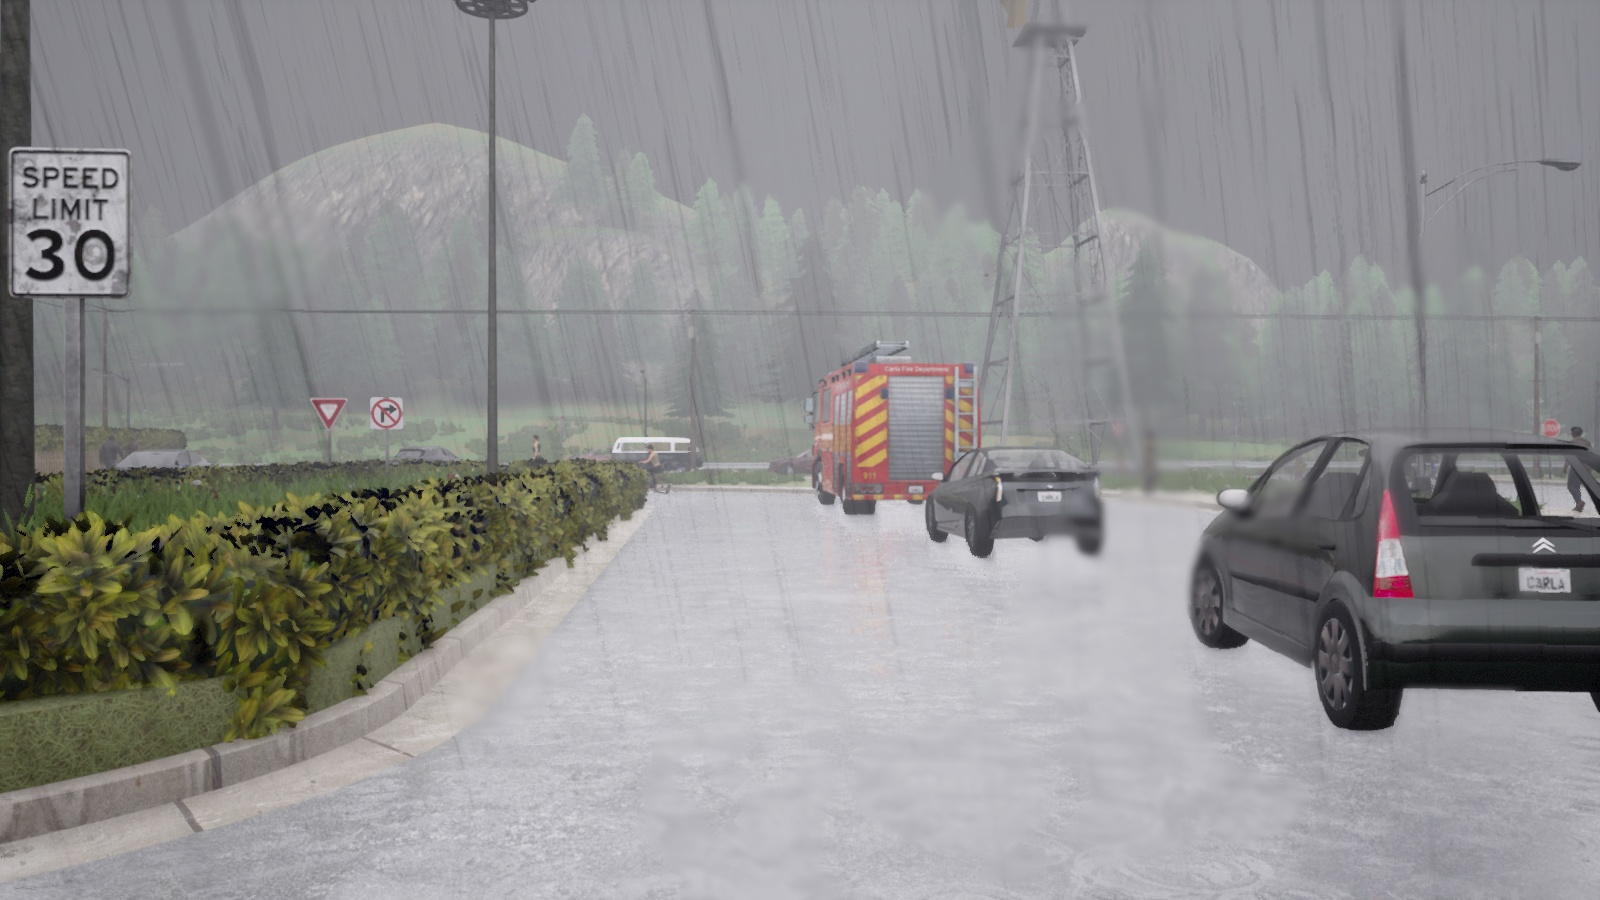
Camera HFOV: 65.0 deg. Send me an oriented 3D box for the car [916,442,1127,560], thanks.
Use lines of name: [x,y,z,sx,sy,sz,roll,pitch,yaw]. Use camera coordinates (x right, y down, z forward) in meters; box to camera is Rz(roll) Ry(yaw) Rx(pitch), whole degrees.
car: [3.109,0.654,18.646,2.007,1.525,4.514,0,0,-4]

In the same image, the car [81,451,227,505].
car: [-19.111,0.791,37.443,2.163,1.488,4.792,0,0,-4]

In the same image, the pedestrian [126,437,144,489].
pedestrian: [-23.585,0.460,44.514,0.331,1.846,0.634,0,0,-4]

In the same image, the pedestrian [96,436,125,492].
pedestrian: [-23.515,0.461,42.828,0.563,1.883,0.849,0,0,-4]

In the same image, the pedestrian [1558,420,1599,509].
pedestrian: [16.040,0.290,25.857,0.328,1.805,0.869,0,0,-1]

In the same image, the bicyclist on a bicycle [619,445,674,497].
bicyclist on a bicycle: [-4.923,0.655,40.302,1.509,1.612,0.866,0,1,16]

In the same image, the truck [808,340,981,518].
truck: [2.074,-0.468,31.265,2.891,3.827,8.468,0,0,-5]

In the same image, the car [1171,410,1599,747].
car: [3.777,0.615,8.040,1.851,1.617,3.988,0,0,4]

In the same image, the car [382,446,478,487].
car: [-16.076,0.687,54.854,2.033,1.649,4.856,-1,0,10]

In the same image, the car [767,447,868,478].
car: [0.849,0.639,64.317,5.008,1.535,1.882,0,0,-4]

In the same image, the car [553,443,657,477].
car: [-9.813,0.492,63.603,5.027,1.651,2.152,0,0,-4]

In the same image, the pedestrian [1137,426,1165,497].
pedestrian: [9.699,0.308,34.711,0.396,1.930,0.692,0,0,-18]

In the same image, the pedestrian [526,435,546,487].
pedestrian: [-9.417,0.390,44.834,0.594,1.836,0.345,0,0,25]

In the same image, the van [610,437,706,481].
van: [-6.786,0.430,60.298,4.480,2.038,2.069,-1,0,-4]
